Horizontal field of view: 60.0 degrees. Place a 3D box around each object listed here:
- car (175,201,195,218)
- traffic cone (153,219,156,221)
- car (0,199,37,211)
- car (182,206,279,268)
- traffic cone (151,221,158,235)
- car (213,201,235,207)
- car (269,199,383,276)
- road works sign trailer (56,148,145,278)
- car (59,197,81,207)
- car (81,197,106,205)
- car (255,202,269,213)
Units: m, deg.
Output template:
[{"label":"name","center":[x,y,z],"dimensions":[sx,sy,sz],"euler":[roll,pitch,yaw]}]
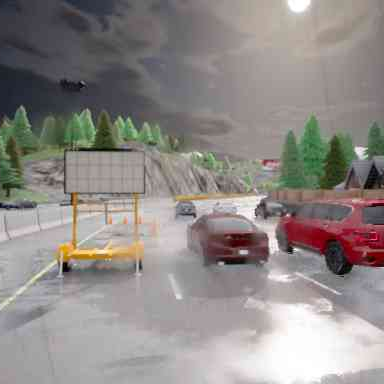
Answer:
[{"label":"car","center":[-0.523,1.539,29.617],"dimensions":[2.033,1.411,5.357],"euler":[0,0,-1]},{"label":"traffic cone","center":[-2.179,1.950,19.351],"dimensions":[0.340,0.580,0.340],"euler":[0,0,-7]},{"label":"car","center":[-21.503,1.538,41.795],"dimensions":[2.033,1.411,5.357],"euler":[0,0,3]},{"label":"car","center":[1.009,1.474,11.410],"dimensions":[1.882,1.535,5.008],"euler":[0,0,-9]},{"label":"traffic cone","center":[-1.950,1.951,17.364],"dimensions":[0.340,0.580,0.340],"euler":[0,0,-7]},{"label":"car","center":[2.986,1.517,30.290],"dimensions":[1.812,1.442,4.674],"euler":[0,0,-2]},{"label":"car","center":[4.642,1.218,10.616],"dimensions":[2.150,2.045,5.566],"euler":[0,0,-9]},{"label":"road works sign trailer","center":[-2.629,0.462,10.239],"dimensions":[2.380,3.560,2.880],"euler":[0,0,-7]},{"label":"car","center":[-17.486,1.480,48.377],"dimensions":[2.128,1.511,4.902],"euler":[0,0,5]},{"label":"car","center":[-13.951,1.514,48.659],"dimensions":[1.812,1.442,4.674],"euler":[0,0,6]},{"label":"car","center":[6.553,1.517,27.854],"dimensions":[1.812,1.442,4.674],"euler":[0,0,-2]}]
